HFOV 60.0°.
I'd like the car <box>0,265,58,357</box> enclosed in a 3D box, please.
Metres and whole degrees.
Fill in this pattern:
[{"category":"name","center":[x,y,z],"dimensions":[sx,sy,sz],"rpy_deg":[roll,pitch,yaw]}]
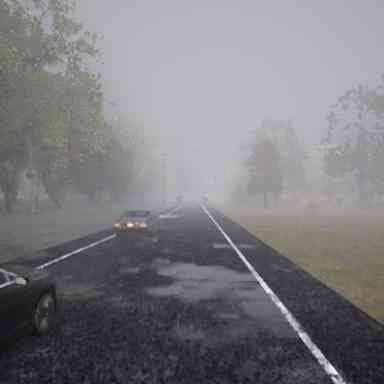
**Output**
[{"category":"car","center":[-3.217,1.494,3.748],"dimensions":[2.128,1.511,4.902],"rpy_deg":[0,0,1]}]

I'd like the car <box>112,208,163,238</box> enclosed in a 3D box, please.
[{"category":"car","center":[-2.758,1.570,17.854],"dimensions":[2.033,1.411,5.357],"rpy_deg":[0,0,2]}]
